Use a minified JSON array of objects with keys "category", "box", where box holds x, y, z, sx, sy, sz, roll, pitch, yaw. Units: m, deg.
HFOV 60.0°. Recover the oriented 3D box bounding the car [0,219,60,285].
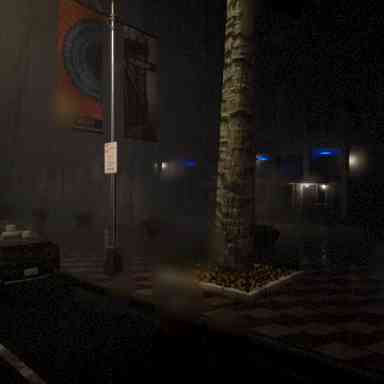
[{"category":"car","box":[-5.303,1.481,8.914,4.892,1.521,2.231,0,0,42]}]
